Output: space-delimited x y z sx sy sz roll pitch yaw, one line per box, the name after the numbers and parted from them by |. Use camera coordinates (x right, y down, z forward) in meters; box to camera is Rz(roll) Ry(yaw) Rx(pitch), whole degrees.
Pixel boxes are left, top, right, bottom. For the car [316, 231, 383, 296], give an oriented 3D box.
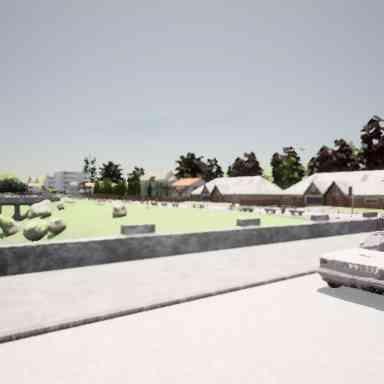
5.211 1.684 8.282 4.718 1.301 1.895 1 0 -35 | car
